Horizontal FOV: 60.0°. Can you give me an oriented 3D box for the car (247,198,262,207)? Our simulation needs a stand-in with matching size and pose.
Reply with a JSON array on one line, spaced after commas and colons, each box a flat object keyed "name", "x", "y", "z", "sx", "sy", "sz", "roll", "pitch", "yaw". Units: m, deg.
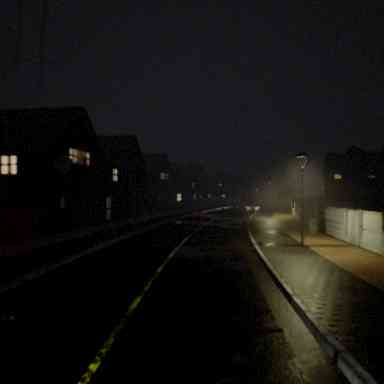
[{"name": "car", "x": 11.640, "y": 1.934, "z": 61.687, "sx": 1.837, "sy": 1.490, "sz": 4.892, "roll": 0, "pitch": 0, "yaw": 24}]

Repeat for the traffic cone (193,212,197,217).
[{"name": "traffic cone", "x": 0.298, "y": 2.292, "z": 34.801, "sx": 0.340, "sy": 0.580, "sz": 0.340, "roll": 0, "pitch": 0, "yaw": 13}]
